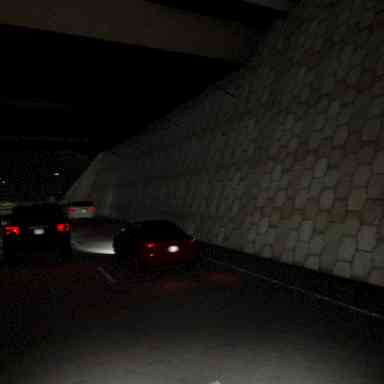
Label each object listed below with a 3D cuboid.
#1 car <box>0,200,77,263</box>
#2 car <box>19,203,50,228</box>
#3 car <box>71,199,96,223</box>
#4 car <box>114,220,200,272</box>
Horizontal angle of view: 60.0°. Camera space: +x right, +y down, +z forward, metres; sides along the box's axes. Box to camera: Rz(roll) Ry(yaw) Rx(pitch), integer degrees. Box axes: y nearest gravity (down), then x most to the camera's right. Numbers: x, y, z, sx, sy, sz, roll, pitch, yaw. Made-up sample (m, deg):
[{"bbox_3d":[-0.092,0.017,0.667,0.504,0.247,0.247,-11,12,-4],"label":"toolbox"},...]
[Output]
[{"bbox_3d":[-6.258,1.467,13.515,2.150,2.045,5.566,-2,0,-26],"label":"car"},{"bbox_3d":[-13.192,1.869,27.858,2.097,1.767,4.553,-2,0,-26],"label":"car"},{"bbox_3d":[-9.746,1.632,28.761,2.150,2.045,5.566,-2,0,-26],"label":"car"},{"bbox_3d":[-1.378,1.649,11.431,1.994,1.385,4.181,-2,0,-25],"label":"car"}]
